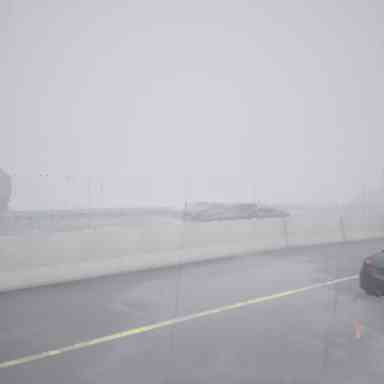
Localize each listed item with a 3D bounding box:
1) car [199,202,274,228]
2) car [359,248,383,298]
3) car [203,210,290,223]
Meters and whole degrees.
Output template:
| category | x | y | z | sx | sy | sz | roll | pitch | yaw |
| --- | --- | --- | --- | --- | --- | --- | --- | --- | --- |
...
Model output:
| category | x | y | z | sx | sy | sz | roll | pitch | yaw |
| --- | --- | --- | --- | --- | --- | --- | --- | --- | --- |
| car | 3.027 | 1.479 | 22.360 | 4.892 | 1.490 | 1.837 | 0 | 0 | -30 |
| car | 5.588 | 1.561 | 7.297 | 4.181 | 1.385 | 1.994 | 0 | 0 | -33 |
| car | 3.270 | 1.471 | 18.438 | 4.902 | 1.511 | 2.128 | 0 | 0 | -31 |
